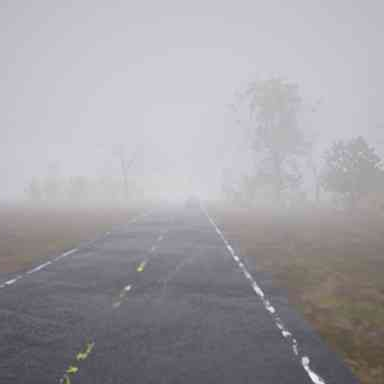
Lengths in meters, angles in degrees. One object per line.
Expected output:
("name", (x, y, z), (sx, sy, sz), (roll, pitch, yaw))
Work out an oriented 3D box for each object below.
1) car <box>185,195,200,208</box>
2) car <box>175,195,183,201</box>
("car", (0.090, 1.493, 46.660), (1.994, 1.385, 4.181), (0, 0, 0))
("car", (-3.020, 1.420, 80.579), (2.033, 1.411, 5.357), (0, 0, 0))
